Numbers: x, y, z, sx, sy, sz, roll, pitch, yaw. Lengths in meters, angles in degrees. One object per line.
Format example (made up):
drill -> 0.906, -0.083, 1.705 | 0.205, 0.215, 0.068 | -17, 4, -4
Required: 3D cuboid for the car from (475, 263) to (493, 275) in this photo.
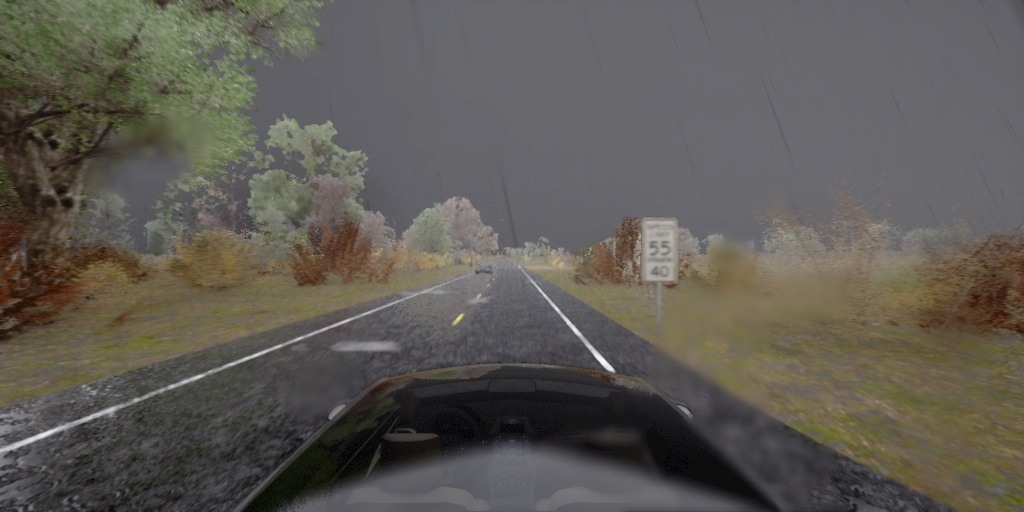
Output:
car -> -3.481, 1.611, 45.298 | 1.994, 1.385, 4.181 | 0, 0, 0
